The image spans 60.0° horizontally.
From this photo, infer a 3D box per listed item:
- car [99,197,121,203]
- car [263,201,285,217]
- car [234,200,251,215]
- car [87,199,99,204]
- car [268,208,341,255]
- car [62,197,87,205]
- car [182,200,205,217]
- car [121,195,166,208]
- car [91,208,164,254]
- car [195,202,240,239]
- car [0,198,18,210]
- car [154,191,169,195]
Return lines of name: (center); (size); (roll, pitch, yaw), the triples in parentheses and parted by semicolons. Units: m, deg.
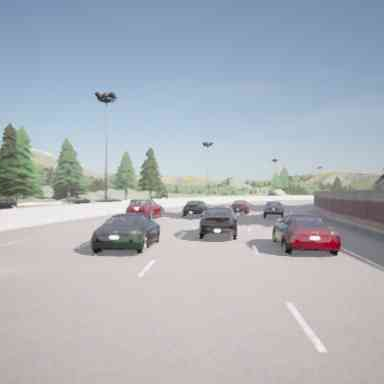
car: (-10.251, 1.584, 45.379); (1.895, 1.301, 4.718); (0, 0, 18)
car: (7.706, 1.579, 31.321); (2.033, 1.411, 5.357); (0, 0, 14)
car: (5.152, 1.551, 35.175); (1.812, 1.442, 4.674); (0, 0, 15)
car: (-12.680, 1.470, 49.090); (2.128, 1.511, 4.902); (0, 0, 19)
car: (4.508, 1.581, 13.606); (1.994, 1.385, 4.181); (0, 0, 6)
car: (-16.708, 1.456, 48.052); (2.128, 1.511, 4.902); (0, 0, 18)
car: (0.450, 1.515, 30.928); (1.837, 1.490, 4.892); (0, 0, 13)
car: (-3.848, 1.349, 27.691); (2.097, 1.767, 4.553); (0, 0, 11)
car: (-2.527, 1.561, 13.631); (1.994, 1.385, 4.181); (0, 0, 6)
car: (1.474, 1.514, 17.535); (1.837, 1.490, 4.892); (0, 0, 8)
car: (-22.896, 1.450, 39.238); (1.837, 1.490, 4.892); (0, 0, 14)
car: (-7.553, 0.841, 77.921); (2.150, 2.045, 5.566); (0, 0, 29)
